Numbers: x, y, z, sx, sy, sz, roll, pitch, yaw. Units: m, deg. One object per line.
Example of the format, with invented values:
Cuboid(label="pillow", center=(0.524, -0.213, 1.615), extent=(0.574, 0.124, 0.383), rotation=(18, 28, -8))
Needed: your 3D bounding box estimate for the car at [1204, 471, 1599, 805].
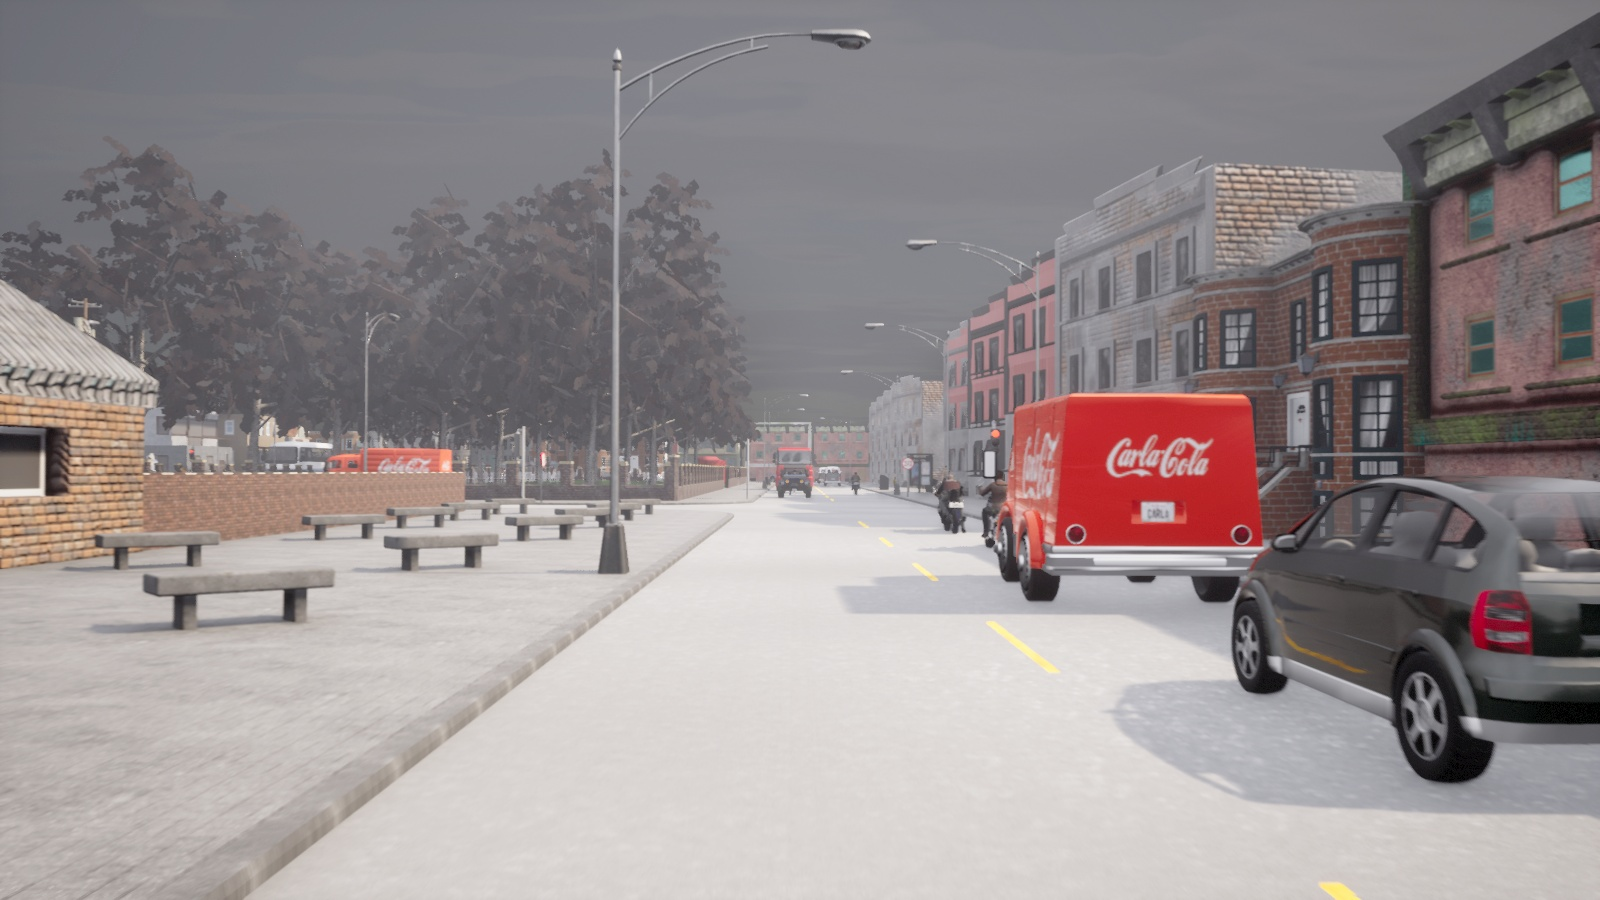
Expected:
Cuboid(label="car", center=(3.980, 0.906, 7.713), extent=(1.789, 1.549, 3.705), rotation=(0, -1, 0))

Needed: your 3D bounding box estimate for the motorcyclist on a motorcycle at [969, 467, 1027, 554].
Cuboid(label="motorcyclist on a motorcycle", center=(3.935, 1.170, 25.122), extent=(0.766, 1.649, 2.350), rotation=(0, -1, 0))

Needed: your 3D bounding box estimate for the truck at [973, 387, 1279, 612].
Cuboid(label="truck", center=(3.957, 0.588, 16.467), extent=(2.627, 2.467, 5.204), rotation=(0, -1, 0))

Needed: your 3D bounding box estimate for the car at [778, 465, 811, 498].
Cuboid(label="car", center=(-0.289, 1.846, 73.744), extent=(1.905, 1.878, 3.866), rotation=(0, -1, 0))

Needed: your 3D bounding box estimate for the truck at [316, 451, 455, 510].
Cuboid(label="truck", center=(-17.858, 1.309, 54.350), extent=(5.204, 2.467, 2.627), rotation=(0, -1, -1))

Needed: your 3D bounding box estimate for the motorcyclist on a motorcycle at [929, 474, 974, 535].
Cuboid(label="motorcyclist on a motorcycle", center=(3.902, 1.378, 32.471), extent=(0.866, 1.530, 2.191), rotation=(0, -1, 0))
